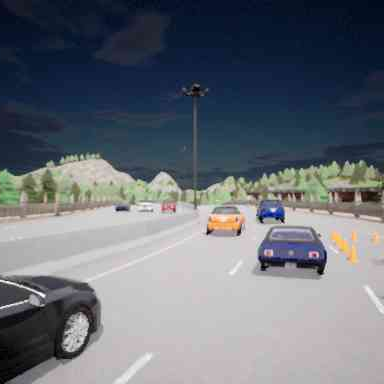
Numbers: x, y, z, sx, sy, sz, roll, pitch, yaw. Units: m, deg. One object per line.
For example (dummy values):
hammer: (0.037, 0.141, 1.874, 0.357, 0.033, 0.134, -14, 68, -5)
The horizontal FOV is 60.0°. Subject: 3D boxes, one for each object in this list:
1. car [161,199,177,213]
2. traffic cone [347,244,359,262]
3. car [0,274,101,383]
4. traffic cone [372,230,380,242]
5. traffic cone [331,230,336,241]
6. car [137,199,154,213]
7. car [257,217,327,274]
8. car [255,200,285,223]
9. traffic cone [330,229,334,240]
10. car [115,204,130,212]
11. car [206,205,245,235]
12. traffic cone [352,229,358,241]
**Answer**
car: (-3.421, 2.004, 49.272, 2.150, 2.045, 5.566, 0, -1, -4)
traffic cone: (5.697, 2.149, 11.773, 0.340, 0.580, 0.340, 0, -1, 17)
car: (-2.995, 1.549, 3.603, 1.837, 1.490, 4.892, 0, -1, 22)
traffic cone: (9.360, 2.235, 16.929, 0.340, 0.580, 0.340, 0, -1, 17)
traffic cone: (6.864, 2.210, 15.599, 0.340, 0.580, 0.340, 0, -1, 17)
car: (-7.041, 2.031, 50.721, 2.150, 2.045, 5.566, 0, -1, -5)
car: (3.404, 1.783, 11.365, 1.895, 1.301, 4.718, 0, -1, 17)
car: (7.156, 1.708, 30.766, 2.150, 2.045, 5.566, 0, -1, 6)
traffic cone: (7.447, 2.240, 17.512, 0.340, 0.580, 0.340, 0, -1, 17)
car: (-10.557, 2.418, 50.791, 1.895, 1.301, 4.718, 0, -1, -5)
car: (2.259, 1.688, 21.540, 2.097, 1.767, 4.553, 0, -1, 12)
traffic cone: (8.403, 2.237, 17.220, 0.340, 0.580, 0.340, 0, -1, 17)
